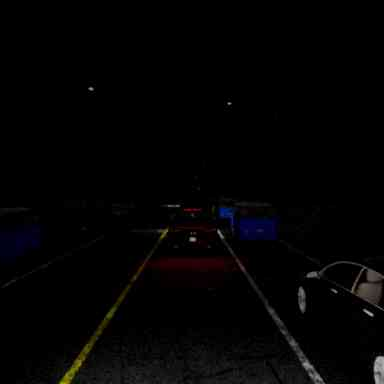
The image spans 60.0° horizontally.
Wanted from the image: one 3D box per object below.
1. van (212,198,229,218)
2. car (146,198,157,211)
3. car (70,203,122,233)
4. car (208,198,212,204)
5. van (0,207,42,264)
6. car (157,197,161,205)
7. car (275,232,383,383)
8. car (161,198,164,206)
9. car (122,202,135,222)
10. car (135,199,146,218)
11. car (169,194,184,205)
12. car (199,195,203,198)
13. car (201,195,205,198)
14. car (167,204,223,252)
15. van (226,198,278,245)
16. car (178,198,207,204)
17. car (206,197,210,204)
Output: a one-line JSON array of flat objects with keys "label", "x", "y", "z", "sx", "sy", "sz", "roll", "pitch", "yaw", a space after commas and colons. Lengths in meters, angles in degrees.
[{"label": "van", "x": 2.761, "y": 1.360, "z": 26.255, "sx": 1.690, "sy": 1.788, "sz": 3.998, "roll": 0, "pitch": 0, "yaw": 0}, {"label": "car", "x": -5.767, "y": 1.584, "z": 40.314, "sx": 2.008, "sy": 1.369, "sz": 4.403, "roll": 0, "pitch": 0, "yaw": 0}, {"label": "car", "x": -5.764, "y": 1.580, "z": 19.863, "sx": 1.947, "sy": 1.339, "sz": 4.313, "roll": 0, "pitch": 0, "yaw": 0}, {"label": "car", "x": 2.759, "y": 1.550, "z": 31.838, "sx": 1.752, "sy": 1.417, "sz": 4.829, "roll": 0, "pitch": 0, "yaw": 0}, {"label": "van", "x": -5.761, "y": 1.347, "z": 9.285, "sx": 1.690, "sy": 1.788, "sz": 3.998, "roll": 0, "pitch": 0, "yaw": 0}, {"label": "car", "x": -5.768, "y": 1.584, "z": 45.758, "sx": 1.887, "sy": 1.381, "sz": 4.507, "roll": 0, "pitch": 0, "yaw": 0}, {"label": "car", "x": 2.764, "y": 1.553, "z": 4.602, "sx": 2.008, "sy": 1.369, "sz": 4.403, "roll": 0, "pitch": 0, "yaw": 0}, {"label": "car", "x": -5.770, "y": 1.603, "z": 56.647, "sx": 2.008, "sy": 1.369, "sz": 4.403, "roll": 0, "pitch": 0, "yaw": 0}, {"label": "car", "x": -5.764, "y": 1.543, "z": 24.983, "sx": 1.752, "sy": 1.417, "sz": 4.829, "roll": 0, "pitch": 0, "yaw": 0}, {"label": "car", "x": -5.765, "y": 1.574, "z": 30.442, "sx": 2.008, "sy": 1.369, "sz": 4.403, "roll": 0, "pitch": 0, "yaw": 0}, {"label": "car", "x": -3.032, "y": 1.604, "z": 59.803, "sx": 2.033, "sy": 1.411, "sz": 5.357, "roll": 0, "pitch": 0, "yaw": 1}, {"label": "car", "x": 2.755, "y": 1.603, "z": 56.645, "sx": 2.008, "sy": 1.369, "sz": 4.403, "roll": 0, "pitch": 0, "yaw": 0}, {"label": "car", "x": 2.756, "y": 1.597, "z": 51.653, "sx": 2.008, "sy": 1.369, "sz": 4.403, "roll": 0, "pitch": 0, "yaw": 0}, {"label": "car", "x": 0.052, "y": 1.487, "z": 14.036, "sx": 1.882, "sy": 1.535, "sz": 5.008, "roll": 0, "pitch": 0, "yaw": 1}, {"label": "van", "x": 2.763, "y": 1.351, "z": 15.428, "sx": 1.690, "sy": 1.788, "sz": 3.998, "roll": 0, "pitch": 0, "yaw": 0}, {"label": "car", "x": 0.040, "y": 1.527, "z": 27.906, "sx": 1.837, "sy": 1.490, "sz": 4.892, "roll": 0, "pitch": 0, "yaw": 0}, {"label": "car", "x": 2.758, "y": 1.595, "z": 37.081, "sx": 1.947, "sy": 1.339, "sz": 4.313, "roll": 0, "pitch": 0, "yaw": 0}]
